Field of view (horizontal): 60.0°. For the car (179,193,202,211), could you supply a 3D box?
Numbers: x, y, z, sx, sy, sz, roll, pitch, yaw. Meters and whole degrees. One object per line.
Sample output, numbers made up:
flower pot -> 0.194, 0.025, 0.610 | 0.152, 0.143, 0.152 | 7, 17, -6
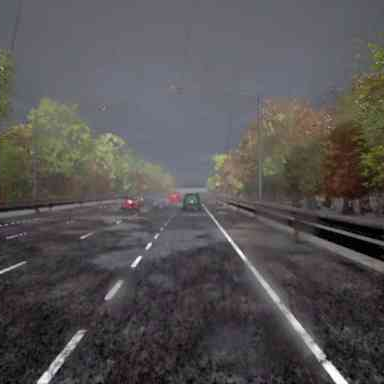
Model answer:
car -> -0.006, 1.087, 38.749 | 2.150, 2.045, 5.566 | 0, 0, 0

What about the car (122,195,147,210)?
car -> -6.998, 1.209, 39.926 | 2.097, 1.767, 4.553 | 0, 0, 0

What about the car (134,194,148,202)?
car -> -10.517, 1.284, 68.432 | 2.128, 1.511, 4.902 | 0, 0, 0

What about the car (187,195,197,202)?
car -> -0.018, 1.310, 69.416 | 2.033, 1.411, 5.357 | 0, 0, 0

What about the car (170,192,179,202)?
car -> -3.519, 0.993, 69.365 | 2.150, 2.045, 5.566 | 0, 0, 0

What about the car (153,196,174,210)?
car -> -3.501, 1.460, 39.796 | 1.895, 1.301, 4.718 | 0, 0, 0
